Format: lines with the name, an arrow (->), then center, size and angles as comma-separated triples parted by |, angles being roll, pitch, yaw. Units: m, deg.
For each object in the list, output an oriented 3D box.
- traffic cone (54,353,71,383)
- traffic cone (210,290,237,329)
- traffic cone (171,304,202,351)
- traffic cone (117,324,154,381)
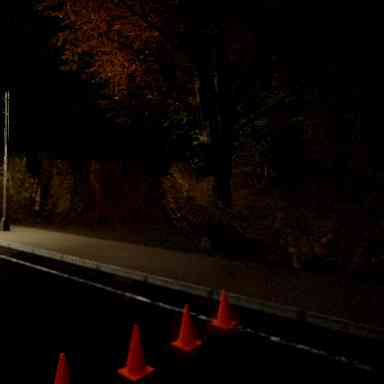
traffic cone -> -1.337, 1.960, 3.425 | 0.340, 0.580, 0.340 | 0, 0, 39
traffic cone -> 0.548, 1.987, 5.757 | 0.340, 0.580, 0.340 | 0, 0, 39
traffic cone -> -0.081, 1.978, 4.980 | 0.340, 0.580, 0.340 | 0, 0, 39
traffic cone -> -0.709, 1.969, 4.202 | 0.340, 0.580, 0.340 | 0, 0, 39
